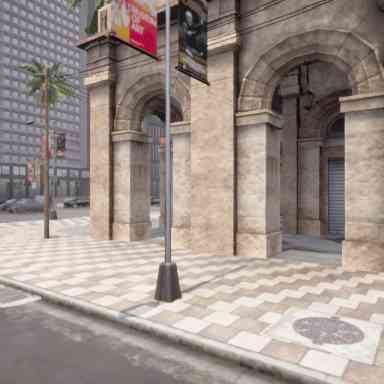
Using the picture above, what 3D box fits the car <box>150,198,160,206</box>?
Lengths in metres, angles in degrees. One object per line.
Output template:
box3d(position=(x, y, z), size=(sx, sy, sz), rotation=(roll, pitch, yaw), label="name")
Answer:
box3d(position=(-5.126, 1.601, 52.734), size=(1.895, 1.301, 4.718), rotation=(0, 0, 36), label="car")

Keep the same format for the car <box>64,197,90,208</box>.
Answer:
box3d(position=(-16.291, 1.513, 48.472), size=(2.161, 1.482, 4.786), rotation=(0, 0, 35), label="car")

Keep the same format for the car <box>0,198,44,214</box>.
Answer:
box3d(position=(-17.509, 1.562, 35.433), size=(1.994, 1.385, 4.181), rotation=(0, 0, 36), label="car")
